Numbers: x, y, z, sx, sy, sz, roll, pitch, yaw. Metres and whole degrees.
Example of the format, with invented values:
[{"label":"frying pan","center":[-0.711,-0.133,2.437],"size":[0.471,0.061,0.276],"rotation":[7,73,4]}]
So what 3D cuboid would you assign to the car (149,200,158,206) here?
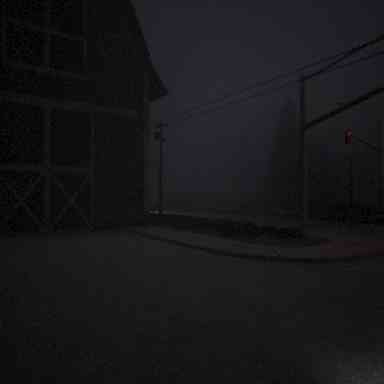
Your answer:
[{"label":"car","center":[-6.801,1.851,43.699],"size":[1.895,1.301,4.718],"rotation":[0,0,-34]}]
